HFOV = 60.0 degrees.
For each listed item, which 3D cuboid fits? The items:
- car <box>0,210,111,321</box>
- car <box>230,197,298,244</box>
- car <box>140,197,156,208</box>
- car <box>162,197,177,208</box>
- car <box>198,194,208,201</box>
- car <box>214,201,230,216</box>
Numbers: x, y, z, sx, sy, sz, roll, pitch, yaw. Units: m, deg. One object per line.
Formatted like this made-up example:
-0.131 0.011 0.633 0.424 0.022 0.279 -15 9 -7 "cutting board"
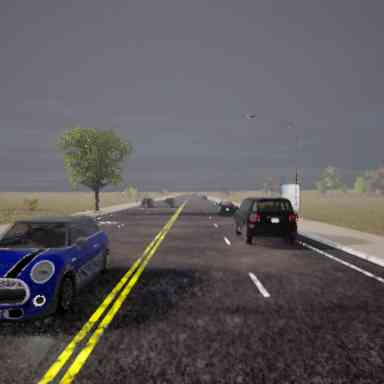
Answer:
-3.346 1.367 7.574 2.097 1.767 4.553 0 0 0 "car"
3.357 1.252 16.082 2.150 2.045 5.566 0 0 0 "car"
-6.556 1.591 49.707 1.837 1.490 4.892 0 0 0 "car"
-3.306 1.591 49.705 1.837 1.490 4.892 0 0 0 "car"
3.285 1.648 90.549 1.837 1.490 4.892 0 0 0 "car"
3.363 1.625 33.533 1.994 1.385 4.181 0 0 0 "car"
